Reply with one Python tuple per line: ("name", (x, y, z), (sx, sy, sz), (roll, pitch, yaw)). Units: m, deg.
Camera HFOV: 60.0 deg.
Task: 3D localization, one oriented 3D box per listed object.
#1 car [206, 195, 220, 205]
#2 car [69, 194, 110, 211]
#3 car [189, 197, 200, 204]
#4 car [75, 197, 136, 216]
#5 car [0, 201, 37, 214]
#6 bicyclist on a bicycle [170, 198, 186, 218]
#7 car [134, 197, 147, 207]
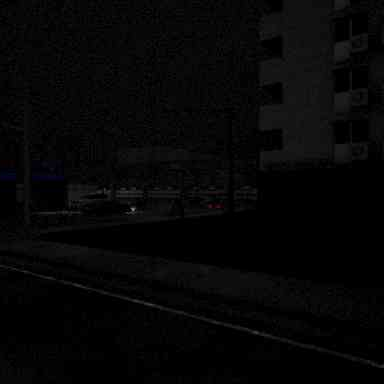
("car", (3.916, 1.526, 58.460), (1.812, 1.442, 4.674), (0, 0, 4))
("car", (-12.300, 1.221, 40.713), (2.150, 2.045, 5.566), (0, 0, 29))
("car", (0.511, 1.564, 61.245), (1.994, 1.385, 4.181), (0, 0, 2))
("car", (-8.478, 1.547, 33.179), (2.033, 1.411, 5.357), (0, 0, 34))
("car", (-17.886, 1.601, 32.461), (1.895, 1.301, 4.718), (0, 0, 35))
("bicyclist on a bicycle", (-1.169, 1.300, 27.291), (1.656, 1.620, 0.582), (0, 0, 36))
("car", (-8.353, 1.491, 49.988), (2.128, 1.511, 4.902), (0, 0, 15))
